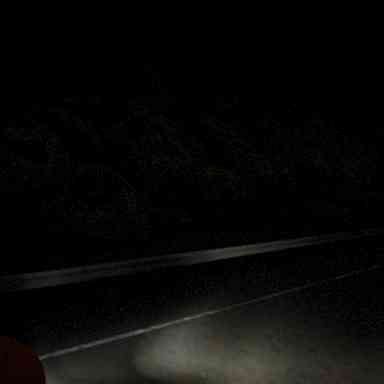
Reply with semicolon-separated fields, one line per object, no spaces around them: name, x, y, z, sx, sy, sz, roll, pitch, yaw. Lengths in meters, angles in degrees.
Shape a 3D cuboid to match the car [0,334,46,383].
car;-3.322;1.464;1.443;5.008;1.535;1.882;1;0;-35
